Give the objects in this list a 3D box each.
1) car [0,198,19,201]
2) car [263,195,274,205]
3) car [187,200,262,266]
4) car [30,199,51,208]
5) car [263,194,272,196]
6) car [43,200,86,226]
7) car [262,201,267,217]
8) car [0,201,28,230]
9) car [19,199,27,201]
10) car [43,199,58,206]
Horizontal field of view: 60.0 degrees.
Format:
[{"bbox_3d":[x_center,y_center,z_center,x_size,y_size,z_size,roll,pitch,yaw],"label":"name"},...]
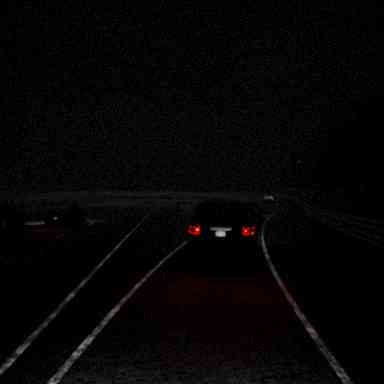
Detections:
[{"bbox_3d":[-28.653,1.731,50.289,2.097,1.767,4.553,0,-1,-4],"label":"car"},{"bbox_3d":[15.361,1.905,66.895,1.812,1.442,4.674,0,1,13],"label":"car"},{"bbox_3d":[1.190,1.296,12.116,2.150,2.045,5.566,0,0,8],"label":"car"},{"bbox_3d":[-29.694,2.236,65.174,2.128,1.511,4.902,0,-1,-4],"label":"car"},{"bbox_3d":[17.601,1.366,76.747,2.150,2.045,5.566,0,1,12],"label":"car"},{"bbox_3d":[-9.021,1.574,23.996,1.882,1.535,5.008,0,-1,-4],"label":"car"},{"bbox_3d":[5.918,1.854,32.804,2.033,1.411,5.357,0,-1,17],"label":"car"},{"bbox_3d":[-12.345,1.553,21.469,1.837,1.490,4.892,0,-1,-4],"label":"car"},{"bbox_3d":[-33.209,2.170,65.256,1.882,1.535,5.008,0,-1,-4],"label":"car"},{"bbox_3d":[-34.344,2.610,80.693,1.882,1.535,5.008,0,-2,-4],"label":"car"}]
